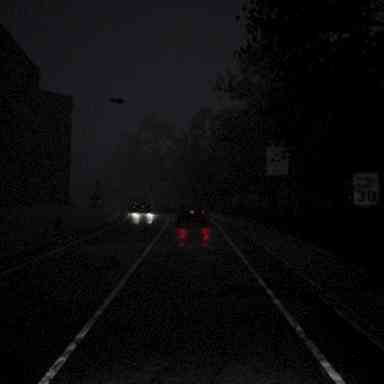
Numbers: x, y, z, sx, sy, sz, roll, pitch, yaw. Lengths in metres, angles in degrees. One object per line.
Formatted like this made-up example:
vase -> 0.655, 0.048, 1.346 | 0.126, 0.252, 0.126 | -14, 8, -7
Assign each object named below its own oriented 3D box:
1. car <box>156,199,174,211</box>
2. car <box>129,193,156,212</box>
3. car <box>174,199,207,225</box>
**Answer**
car -> -3.340, 1.654, 42.281 | 2.033, 1.411, 5.357 | 2, -1, -19
car -> -6.047, 1.223, 38.676 | 2.150, 2.045, 5.566 | 2, 0, -16
car -> -0.116, 1.413, 24.873 | 2.097, 1.767, 4.553 | 0, 0, -3
